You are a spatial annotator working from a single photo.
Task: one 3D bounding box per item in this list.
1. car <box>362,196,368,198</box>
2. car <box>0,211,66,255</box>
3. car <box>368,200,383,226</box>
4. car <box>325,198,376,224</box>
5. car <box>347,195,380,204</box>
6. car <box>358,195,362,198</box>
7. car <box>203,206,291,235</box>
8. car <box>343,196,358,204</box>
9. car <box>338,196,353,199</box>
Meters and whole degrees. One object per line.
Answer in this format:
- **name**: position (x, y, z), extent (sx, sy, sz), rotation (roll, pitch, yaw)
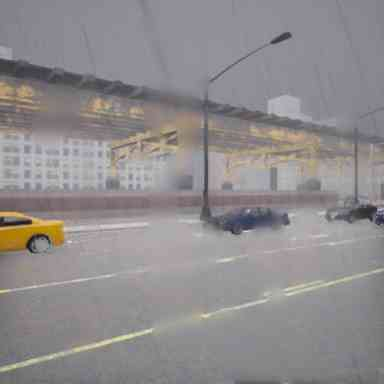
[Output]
- **car**: position (30.702, 1.253, 59.847), extent (4.536, 1.218, 1.853), rotation (0, 0, -6)
- **car**: position (-7.140, 1.476, 11.807), extent (5.008, 1.535, 1.882), rotation (0, 0, -34)
- **car**: position (14.054, 1.461, 21.914), extent (5.008, 1.535, 1.882), rotation (0, 0, -34)
- **car**: position (11.964, 1.475, 24.811), extent (4.902, 1.511, 2.128), rotation (0, 0, -34)
- **car**: position (30.754, 1.411, 59.853), extent (4.974, 1.542, 2.038), rotation (0, 0, -6)
- **car**: position (26.763, 1.414, 56.178), extent (2.038, 1.542, 4.974), rotation (0, 0, 19)
- **car**: position (3.245, 1.538, 18.880), extent (5.357, 1.411, 2.033), rotation (0, 0, -34)
- **car**: position (26.780, 1.257, 56.227), extent (1.853, 1.218, 4.536), rotation (0, 0, 19)
- **car**: position (22.910, 1.260, 53.583), extent (4.536, 1.218, 1.853), rotation (0, 0, 9)
